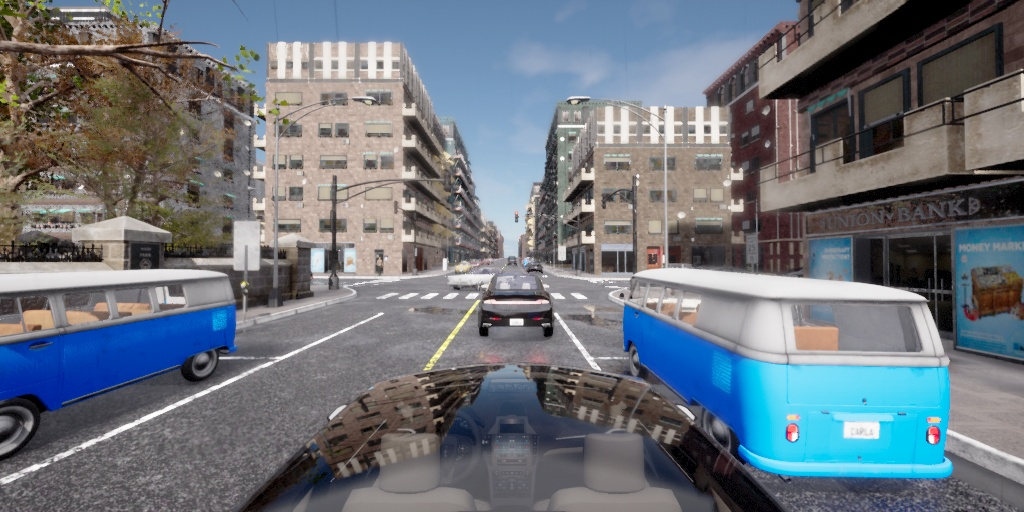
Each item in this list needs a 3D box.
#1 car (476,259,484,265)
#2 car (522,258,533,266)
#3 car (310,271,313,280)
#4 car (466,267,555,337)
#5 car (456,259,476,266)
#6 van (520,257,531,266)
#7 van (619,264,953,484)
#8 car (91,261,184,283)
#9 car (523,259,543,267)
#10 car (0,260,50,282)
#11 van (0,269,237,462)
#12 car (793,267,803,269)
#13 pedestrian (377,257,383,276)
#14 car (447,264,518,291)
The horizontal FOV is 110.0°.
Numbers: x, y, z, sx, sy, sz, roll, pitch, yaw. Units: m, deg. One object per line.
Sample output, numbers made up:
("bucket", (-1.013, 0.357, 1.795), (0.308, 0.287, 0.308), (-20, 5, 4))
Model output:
("car", (-5.680, 1.208, 53.819), (1.967, 1.591, 4.097), (0, 0, 0))
("car", (2.700, 1.317, 48.174), (2.007, 1.370, 4.403), (0, 0, 0))
("car", (-16.583, 0.999, 25.286), (4.553, 1.767, 2.097), (0, -1, 1))
("car", (0.102, 1.244, 10.315), (2.128, 1.511, 4.902), (0, 0, 0))
("car", (-5.681, 1.289, 42.363), (1.751, 1.417, 4.829), (0, 0, 0))
("van", (2.703, 1.112, 59.459), (1.690, 1.789, 3.998), (0, 0, 0))
("van", (2.659, 1.092, 4.585), (1.690, 1.789, 3.998), (0, 0, 0))
("car", (-26.409, 1.119, 25.403), (4.674, 1.442, 1.812), (0, -1, 1))
("car", (2.699, 1.330, 42.532), (1.948, 1.339, 4.313), (0, 0, 0))
("car", (-36.507, 1.044, 25.532), (4.892, 1.490, 1.837), (0, -1, 1))
("van", (-5.655, 1.092, 4.589), (1.690, 1.789, 3.998), (0, 0, 0))
("car", (24.918, 1.547, 30.561), (4.313, 1.339, 1.948), (0, 0, 1))
("pedestrian", (-12.533, 0.967, 33.977), (0.375, 1.860, 0.375), (0, -1, 1))
("car", (-1.732, 1.357, 21.540), (1.895, 1.301, 4.718), (0, 0, 31))
